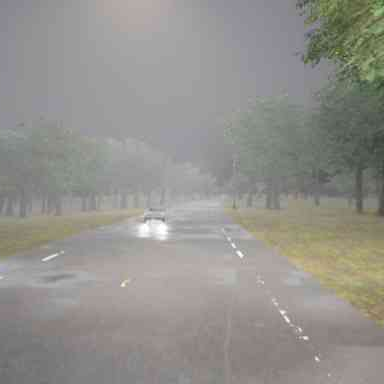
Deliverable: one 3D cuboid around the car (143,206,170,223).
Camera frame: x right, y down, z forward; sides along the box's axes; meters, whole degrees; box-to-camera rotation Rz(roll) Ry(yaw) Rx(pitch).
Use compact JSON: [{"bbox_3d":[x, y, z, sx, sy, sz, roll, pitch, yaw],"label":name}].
[{"bbox_3d":[-3.103,1.927,29.413,1.895,1.301,4.718,0,-1,2],"label":"car"}]
